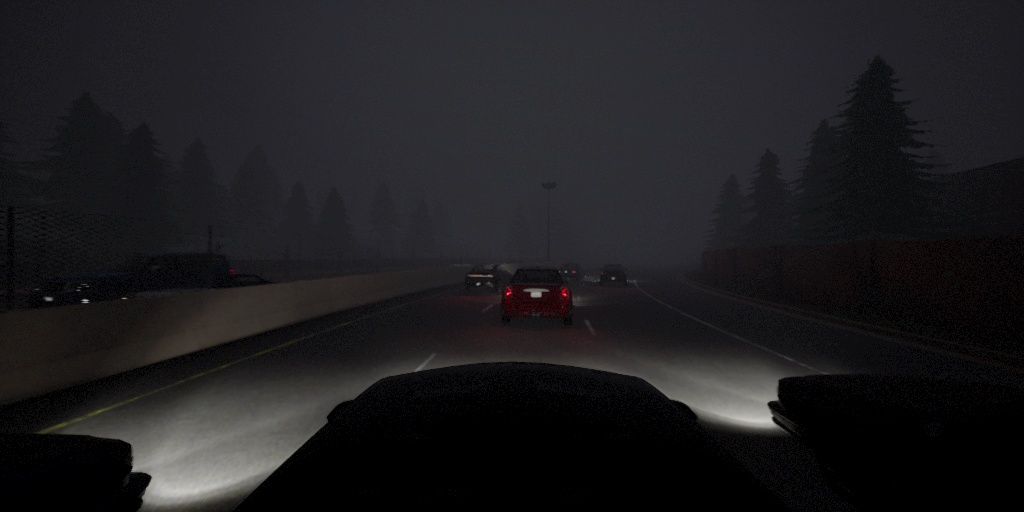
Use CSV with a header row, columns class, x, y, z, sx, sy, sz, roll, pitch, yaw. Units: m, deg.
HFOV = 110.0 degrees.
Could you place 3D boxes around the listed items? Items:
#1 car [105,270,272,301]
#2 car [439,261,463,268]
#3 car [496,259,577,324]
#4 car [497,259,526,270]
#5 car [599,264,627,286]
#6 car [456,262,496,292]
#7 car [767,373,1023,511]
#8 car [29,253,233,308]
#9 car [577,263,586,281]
class,x,y,z,sx,sy,sz,roll,pitch,yaw
car,-9.891,1.291,12.067,1.895,1.301,4.718,0,0,6
car,-7.455,1.266,46.669,1.895,1.301,4.718,0,0,25
car,0.918,1.096,12.149,2.097,1.767,4.553,0,0,7
car,0.019,1.187,53.508,2.128,1.511,4.902,0,0,30
car,7.274,1.286,25.800,1.812,1.442,4.674,0,0,15
car,-1.225,1.216,20.561,2.128,1.511,4.902,0,0,12
car,3.601,1.316,1.273,2.033,1.411,5.357,0,0,0
car,-13.265,0.892,13.243,2.150,2.045,5.566,0,0,7
car,5.069,1.292,30.560,2.033,1.411,5.357,0,0,19
